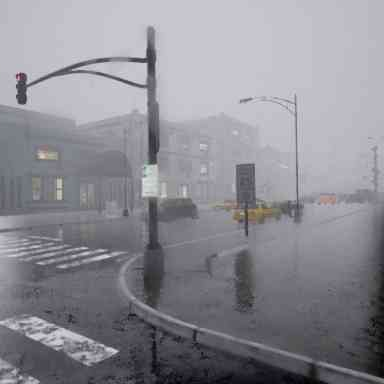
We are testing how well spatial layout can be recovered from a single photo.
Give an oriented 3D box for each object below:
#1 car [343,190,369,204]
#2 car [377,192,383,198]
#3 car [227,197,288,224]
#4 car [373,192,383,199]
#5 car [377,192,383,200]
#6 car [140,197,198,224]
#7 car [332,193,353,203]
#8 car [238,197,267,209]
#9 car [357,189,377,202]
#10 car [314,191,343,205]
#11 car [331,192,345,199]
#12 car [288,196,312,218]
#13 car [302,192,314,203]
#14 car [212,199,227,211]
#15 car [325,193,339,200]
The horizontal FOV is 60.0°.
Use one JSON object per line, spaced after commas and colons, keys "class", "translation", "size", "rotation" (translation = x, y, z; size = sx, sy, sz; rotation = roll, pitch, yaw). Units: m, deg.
{"class": "car", "translation": [22.875, 0.924, 46.468], "size": [1.837, 1.490, 4.892], "rotation": [-1, 0, 36]}
{"class": "car", "translation": [43.165, 0.651, 75.143], "size": [1.887, 1.381, 4.507], "rotation": [-1, 0, 36]}
{"class": "car", "translation": [4.413, 1.242, 21.819], "size": [1.752, 1.417, 4.829], "rotation": [-1, 0, 36]}
{"class": "car", "translation": [40.088, 0.720, 70.920], "size": [1.947, 1.339, 4.313], "rotation": [-1, 0, 36]}
{"class": "car", "translation": [33.580, 0.569, 61.967], "size": [2.192, 1.841, 5.009], "rotation": [-1, 0, 36]}
{"class": "car", "translation": [-1.536, 1.191, 23.497], "size": [2.097, 1.767, 4.553], "rotation": [-1, 0, 36]}
{"class": "car", "translation": [24.494, 0.901, 53.884], "size": [2.128, 1.511, 4.902], "rotation": [-1, 0, 36]}
{"class": "car", "translation": [7.294, 1.293, 40.037], "size": [1.802, 1.307, 4.206], "rotation": [-1, 0, 36]}
{"class": "car", "translation": [26.971, 0.576, 52.180], "size": [2.150, 2.045, 5.566], "rotation": [-1, 0, 36]}
{"class": "car", "translation": [19.248, 0.845, 46.662], "size": [2.097, 1.767, 4.553], "rotation": [-1, 0, 35]}
{"class": "car", "translation": [33.309, 0.743, 75.846], "size": [1.967, 1.590, 4.097], "rotation": [-1, 0, 36]}
{"class": "car", "translation": [7.566, 1.217, 26.158], "size": [2.008, 1.369, 4.403], "rotation": [-1, 0, 36]}
{"class": "car", "translation": [16.580, 1.126, 48.256], "size": [1.994, 1.385, 4.181], "rotation": [-1, 0, 36]}
{"class": "car", "translation": [3.941, 1.289, 35.423], "size": [1.752, 1.417, 4.829], "rotation": [-1, 0, 36]}
{"class": "car", "translation": [30.058, 0.935, 71.371], "size": [1.802, 1.307, 4.206], "rotation": [-1, 0, 36]}
